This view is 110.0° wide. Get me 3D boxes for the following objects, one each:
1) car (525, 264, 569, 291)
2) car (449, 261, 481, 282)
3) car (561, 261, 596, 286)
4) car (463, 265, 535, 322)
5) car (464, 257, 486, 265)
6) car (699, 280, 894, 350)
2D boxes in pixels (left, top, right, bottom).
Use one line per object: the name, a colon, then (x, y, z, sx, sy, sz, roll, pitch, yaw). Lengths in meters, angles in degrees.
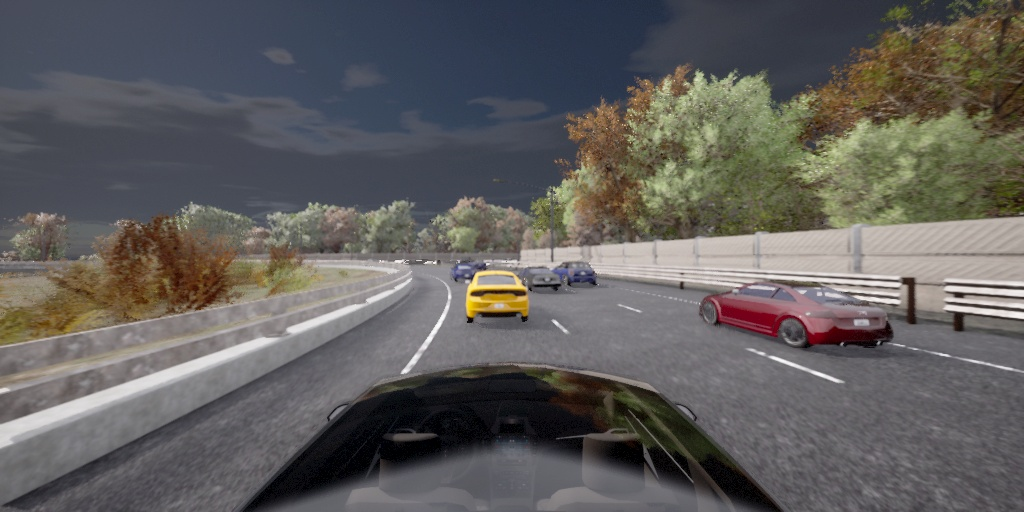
car: (1.472, 1.357, 22.208, 2.033, 1.411, 5.357, 0, 0, -11)
car: (-4.159, 1.384, 30.401, 1.812, 1.442, 4.674, 0, 0, -16)
car: (4.219, 1.161, 25.629, 2.097, 1.767, 4.553, 0, 0, -12)
car: (-0.620, 1.265, 12.577, 1.882, 1.535, 5.008, 0, 0, -6)
car: (-5.422, 1.292, 54.560, 2.097, 1.767, 4.553, 0, 0, -21)
car: (6.781, 1.310, 9.170, 1.994, 1.385, 4.181, 0, 0, -6)
